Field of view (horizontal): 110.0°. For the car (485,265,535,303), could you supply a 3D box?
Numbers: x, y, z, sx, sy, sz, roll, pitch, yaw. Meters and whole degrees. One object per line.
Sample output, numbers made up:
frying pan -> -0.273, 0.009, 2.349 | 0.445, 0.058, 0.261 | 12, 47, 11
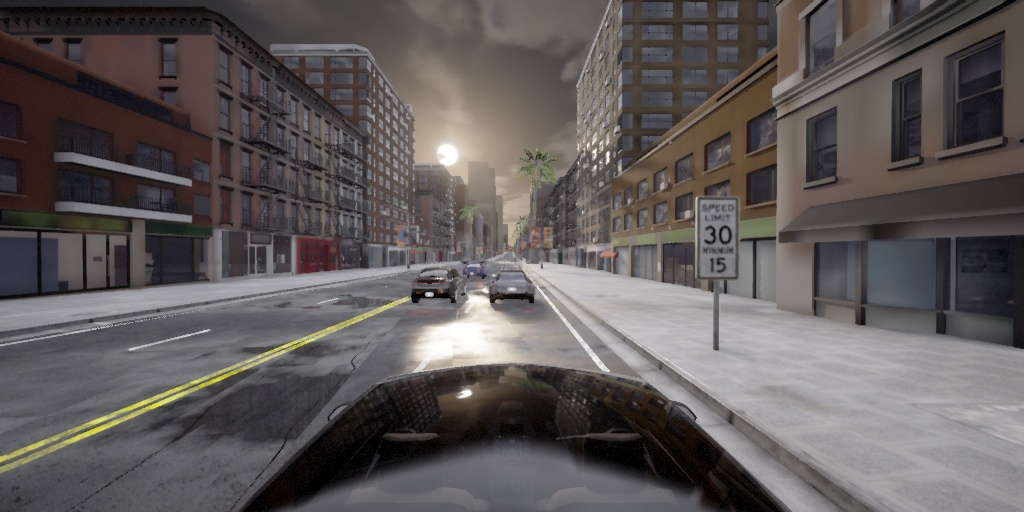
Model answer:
car -> 0.000, 1.312, 16.501 | 1.994, 1.385, 4.181 | 0, 0, 0

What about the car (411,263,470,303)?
car -> -3.249, 1.256, 16.500 | 1.837, 1.490, 4.892 | 0, 0, 0

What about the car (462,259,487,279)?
car -> -3.249, 1.248, 31.500 | 1.812, 1.442, 4.674 | 0, 0, 0
